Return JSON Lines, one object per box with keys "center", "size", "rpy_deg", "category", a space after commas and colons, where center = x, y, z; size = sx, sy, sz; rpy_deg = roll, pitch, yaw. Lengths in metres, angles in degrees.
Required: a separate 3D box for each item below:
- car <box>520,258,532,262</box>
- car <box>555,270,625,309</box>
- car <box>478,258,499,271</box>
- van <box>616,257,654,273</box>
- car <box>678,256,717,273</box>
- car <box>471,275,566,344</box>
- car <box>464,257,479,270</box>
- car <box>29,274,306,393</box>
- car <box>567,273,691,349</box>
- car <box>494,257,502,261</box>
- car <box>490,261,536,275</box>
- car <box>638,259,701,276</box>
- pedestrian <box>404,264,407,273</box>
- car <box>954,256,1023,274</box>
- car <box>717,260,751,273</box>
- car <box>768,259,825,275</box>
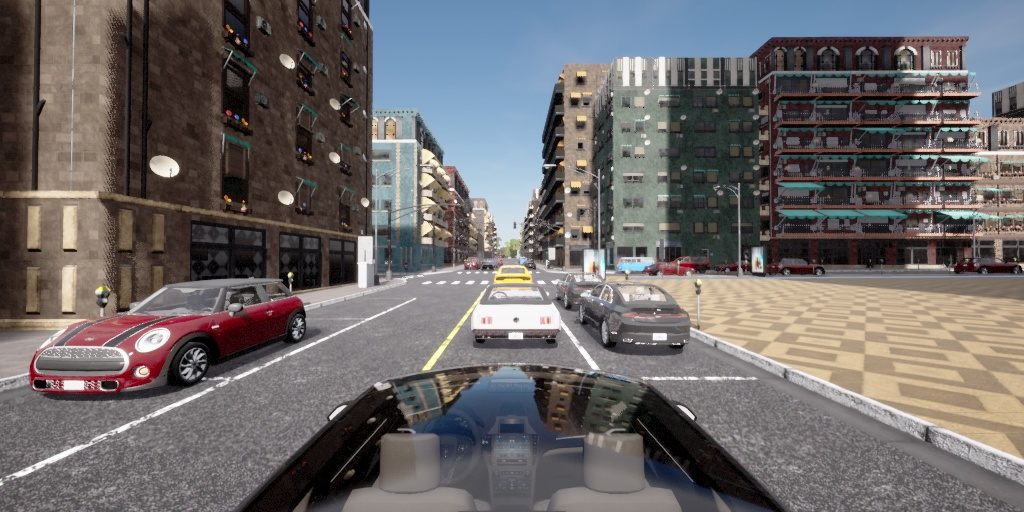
{"center": [2.580, 1.334, 52.773], "size": [1.948, 1.339, 4.313], "rpy_deg": [0, 0, 0], "category": "car"}
{"center": [2.793, 1.304, 14.580], "size": [2.007, 1.370, 4.403], "rpy_deg": [0, 0, 0], "category": "car"}
{"center": [-3.222, 1.368, 50.464], "size": [1.895, 1.301, 4.718], "rpy_deg": [0, 0, 1], "category": "car"}
{"center": [13.688, 1.046, 39.611], "size": [3.998, 1.789, 1.690], "rpy_deg": [0, 0, 0], "category": "van"}
{"center": [19.215, 0.977, 39.583], "size": [5.009, 1.841, 2.192], "rpy_deg": [0, 0, 0], "category": "car"}
{"center": [0.082, 1.353, 9.593], "size": [1.895, 1.301, 4.718], "rpy_deg": [0, 0, 0], "category": "car"}
{"center": [-5.801, 1.083, 52.794], "size": [2.192, 1.841, 5.009], "rpy_deg": [0, 0, 0], "category": "car"}
{"center": [-5.830, 1.191, 6.756], "size": [1.967, 1.591, 4.097], "rpy_deg": [0, 0, 0], "category": "car"}
{"center": [2.805, 1.303, 9.011], "size": [2.007, 1.370, 4.403], "rpy_deg": [0, 0, 0], "category": "car"}
{"center": [-3.211, 1.319, 60.157], "size": [2.033, 1.411, 5.357], "rpy_deg": [0, 0, 0], "category": "car"}
{"center": [0.055, 1.233, 19.047], "size": [1.882, 1.535, 5.008], "rpy_deg": [0, 0, 0], "category": "car"}
{"center": [13.644, 1.163, 31.231], "size": [4.207, 1.307, 1.802], "rpy_deg": [0, 0, 0], "category": "car"}
{"center": [-12.618, 1.097, 42.705], "size": [0.375, 1.860, 0.375], "rpy_deg": [0, 0, 0], "category": "pedestrian"}
{"center": [41.281, 0.811, 31.093], "size": [4.097, 1.591, 1.967], "rpy_deg": [0, 0, 0], "category": "car"}
{"center": [24.743, 1.165, 39.556], "size": [4.507, 1.381, 1.888], "rpy_deg": [0, 0, 0], "category": "car"}
{"center": [24.699, 0.936, 31.176], "size": [4.097, 1.591, 1.967], "rpy_deg": [0, 0, 0], "category": "car"}
